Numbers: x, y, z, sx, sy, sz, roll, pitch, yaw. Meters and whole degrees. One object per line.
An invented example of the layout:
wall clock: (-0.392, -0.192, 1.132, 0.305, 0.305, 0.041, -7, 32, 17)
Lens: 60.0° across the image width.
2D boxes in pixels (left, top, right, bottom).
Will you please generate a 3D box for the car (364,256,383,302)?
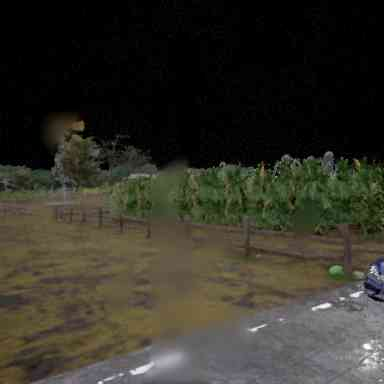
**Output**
car: (5.537, 1.491, 7.022, 4.674, 1.442, 1.812, 0, 0, -36)
